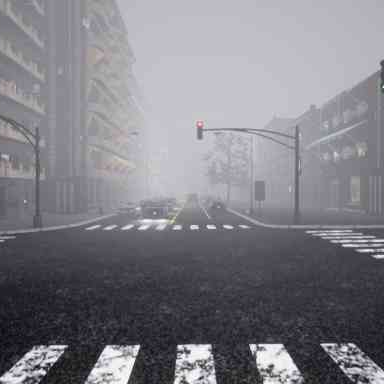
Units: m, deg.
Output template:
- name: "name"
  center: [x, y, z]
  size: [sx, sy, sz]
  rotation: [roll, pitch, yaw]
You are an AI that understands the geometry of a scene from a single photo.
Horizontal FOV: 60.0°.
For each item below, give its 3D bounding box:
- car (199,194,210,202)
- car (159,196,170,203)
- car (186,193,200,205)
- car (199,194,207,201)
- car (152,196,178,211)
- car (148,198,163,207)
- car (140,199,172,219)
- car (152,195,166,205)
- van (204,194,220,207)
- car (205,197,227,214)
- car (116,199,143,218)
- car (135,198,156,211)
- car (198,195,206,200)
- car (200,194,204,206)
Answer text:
- name: "car"
  center: [2.708, 1.281, 74.410]
  size: [2.192, 1.841, 5.009]
  rotation: [0, 0, 0]
- name: "car"
  center: [-5.672, 1.553, 68.886]
  size: [1.802, 1.307, 4.206]
  rotation: [0, 0, 0]
- name: "car"
  center: [0.117, 1.199, 59.018]
  size: [2.150, 2.045, 5.566]
  rotation: [0, 0, 0]
- name: "car"
  center: [2.712, 1.397, 85.476]
  size: [1.967, 1.590, 4.097]
  rotation: [0, 0, 0]
- name: "car"
  center: [-3.087, 1.536, 38.659]
  size: [2.033, 1.411, 5.357]
  rotation: [0, 0, 0]
- name: "car"
  center: [-5.677, 1.563, 52.286]
  size: [1.802, 1.307, 4.206]
  rotation: [0, 0, 0]
- name: "car"
  center: [-3.100, 1.556, 29.311]
  size: [1.994, 1.385, 4.181]
  rotation: [0, 0, -1]
- name: "car"
  center: [-5.677, 1.418, 57.819]
  size: [1.967, 1.590, 4.097]
  rotation: [0, 0, 0]
- name: "van"
  center: [2.698, 1.328, 41.208]
  size: [1.690, 1.788, 3.998]
  rotation: [0, 0, 0]
- name: "car"
  center: [2.698, 1.556, 35.675]
  size: [1.947, 1.339, 4.313]
  rotation: [0, 0, 0]
- name: "car"
  center: [-5.684, 1.543, 30.151]
  size: [2.008, 1.369, 4.403]
  rotation: [0, 0, 0]
- name: "car"
  center: [-5.680, 1.532, 41.218]
  size: [1.887, 1.381, 4.507]
  rotation: [0, 0, 0]
- name: "car"
  center: [2.715, 1.497, 91.010]
  size: [1.887, 1.381, 4.507]
  rotation: [0, 0, 0]
- name: "car"
  center: [2.702, 1.421, 52.276]
  size: [1.967, 1.590, 4.097]
  rotation: [0, 0, 0]
